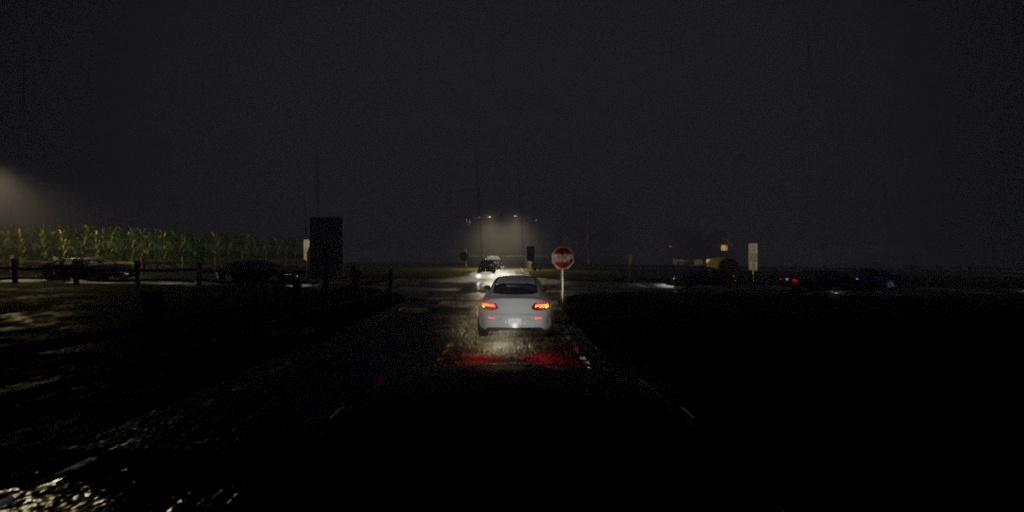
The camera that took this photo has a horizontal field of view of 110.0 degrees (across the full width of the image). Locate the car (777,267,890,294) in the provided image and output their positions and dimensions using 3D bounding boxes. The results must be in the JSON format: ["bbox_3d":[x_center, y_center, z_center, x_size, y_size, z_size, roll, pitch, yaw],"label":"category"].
[{"bbox_3d":[20.047,1.586,22.806,5.357,1.411,2.033,1,1,2],"label":"car"}]

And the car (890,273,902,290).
[{"bbox_3d":[24.668,1.540,25.618,5.008,1.535,1.882,1,1,1],"label":"car"}]

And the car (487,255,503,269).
[{"bbox_3d":[-2.805,0.890,52.473,2.150,2.045,5.566,0,0,0],"label":"car"}]

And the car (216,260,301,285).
[{"bbox_3d":[-16.459,1.025,23.424,4.892,1.490,1.837,1,1,0],"label":"car"}]

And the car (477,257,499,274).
[{"bbox_3d":[-2.814,1.195,40.775,1.837,1.490,4.892,0,0,0],"label":"car"}]

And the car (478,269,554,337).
[{"bbox_3d":[0.132,1.263,10.127,1.812,1.442,4.674,0,0,2],"label":"car"}]

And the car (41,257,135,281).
[{"bbox_3d":[-27.734,0.854,23.594,4.902,1.511,2.128,1,1,1],"label":"car"}]

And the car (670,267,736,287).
[{"bbox_3d":[13.660,1.465,25.807,4.181,1.385,1.994,1,1,1],"label":"car"}]
